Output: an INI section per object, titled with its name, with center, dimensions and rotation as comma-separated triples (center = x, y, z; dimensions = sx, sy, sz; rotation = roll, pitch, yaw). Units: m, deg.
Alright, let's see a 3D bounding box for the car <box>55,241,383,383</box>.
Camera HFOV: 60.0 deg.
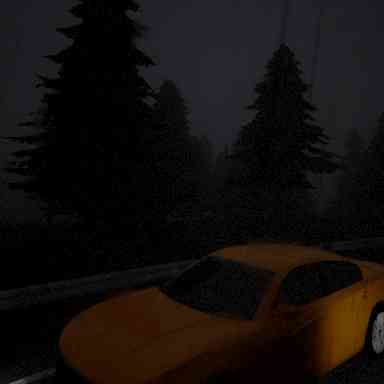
[car]
center = 0.878, 1.489, 4.380
dimensions = 5.008, 1.535, 1.882
rotation = 0, 0, -39
